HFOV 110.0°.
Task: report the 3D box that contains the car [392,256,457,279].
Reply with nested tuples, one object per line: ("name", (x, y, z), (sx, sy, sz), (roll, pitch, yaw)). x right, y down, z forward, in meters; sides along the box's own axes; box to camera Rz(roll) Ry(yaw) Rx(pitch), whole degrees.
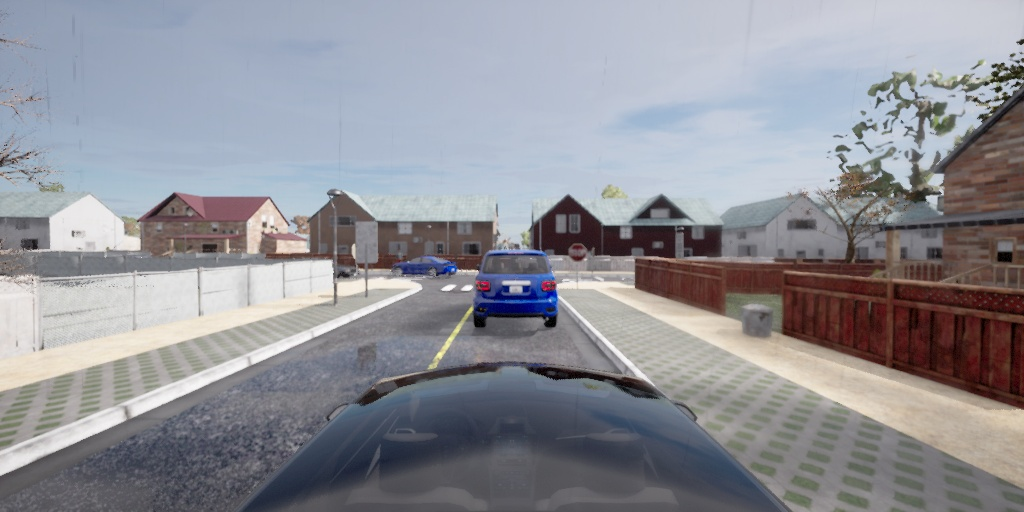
("car", (-6.505, 0.775, 26.416), (5.008, 1.535, 1.882), (1, 0, 22))

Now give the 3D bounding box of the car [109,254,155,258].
("car", (-25.521, 0.633, 24.394), (4.902, 1.511, 2.128), (1, 1, 1))

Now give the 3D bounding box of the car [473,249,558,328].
("car", (0.080, 0.822, 10.961), (2.150, 2.045, 5.566), (0, 1, 0))

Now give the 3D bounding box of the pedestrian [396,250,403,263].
("pedestrian", (-9.425, 0.347, 29.933), (0.375, 1.860, 0.375), (0, 0, 1))

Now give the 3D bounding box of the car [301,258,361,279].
("car", (-13.123, 0.819, 24.110), (5.357, 1.411, 2.033), (1, 1, 3))
